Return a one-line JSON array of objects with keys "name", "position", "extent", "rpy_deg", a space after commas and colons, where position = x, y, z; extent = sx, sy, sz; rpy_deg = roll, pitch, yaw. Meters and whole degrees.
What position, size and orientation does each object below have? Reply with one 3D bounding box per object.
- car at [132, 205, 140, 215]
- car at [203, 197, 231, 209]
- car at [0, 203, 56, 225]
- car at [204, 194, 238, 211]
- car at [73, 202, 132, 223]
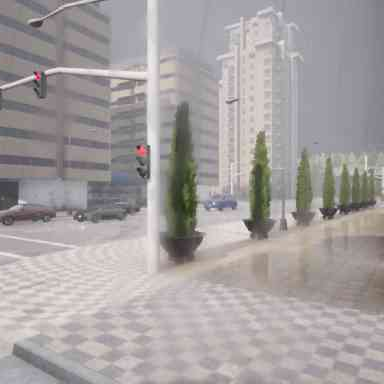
[{"name": "car", "position": [-7.248, 1.656, 32.089], "extent": [1.895, 1.301, 4.718], "rpy_deg": [0, 0, 35]}, {"name": "car", "position": [3.625, 1.560, 47.820], "extent": [1.837, 1.490, 4.892], "rpy_deg": [0, 0, 35]}, {"name": "car", "position": [-12.391, 1.581, 24.582], "extent": [1.812, 1.442, 4.674], "rpy_deg": [0, 0, 34]}, {"name": "car", "position": [3.716, 1.277, 41.812], "extent": [2.150, 2.045, 5.566], "rpy_deg": [0, 0, 35]}, {"name": "car", "position": [-7.122, 1.619, 26.100], "extent": [1.994, 1.385, 4.181], "rpy_deg": [0, 0, 35]}]
